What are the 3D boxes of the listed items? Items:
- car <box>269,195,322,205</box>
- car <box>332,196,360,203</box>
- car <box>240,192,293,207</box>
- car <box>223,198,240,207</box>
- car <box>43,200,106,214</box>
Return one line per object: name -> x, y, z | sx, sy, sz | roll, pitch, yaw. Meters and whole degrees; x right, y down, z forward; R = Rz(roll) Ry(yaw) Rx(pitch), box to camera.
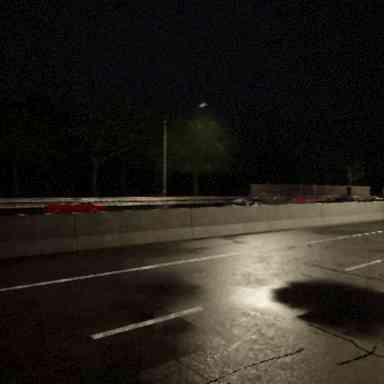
car -> 9.174, 1.320, 28.318 | 5.008, 1.535, 1.882 | 0, 0, -36
car -> 24.425, 1.324, 52.572 | 5.357, 1.411, 2.033 | 0, 0, -36
car -> 7.515, 1.033, 31.443 | 5.566, 2.045, 2.150 | 0, 1, -36
car -> 5.137, 1.346, 34.037 | 4.181, 1.385, 1.994 | 0, 0, -36
car -> -9.682, 1.353, 27.405 | 4.718, 1.301, 1.895 | 0, 1, -37
